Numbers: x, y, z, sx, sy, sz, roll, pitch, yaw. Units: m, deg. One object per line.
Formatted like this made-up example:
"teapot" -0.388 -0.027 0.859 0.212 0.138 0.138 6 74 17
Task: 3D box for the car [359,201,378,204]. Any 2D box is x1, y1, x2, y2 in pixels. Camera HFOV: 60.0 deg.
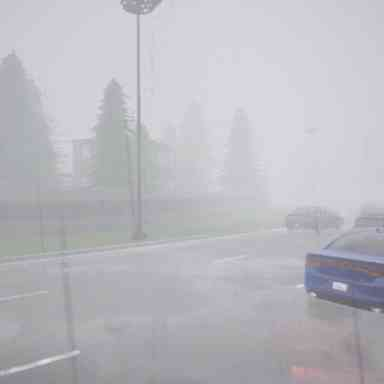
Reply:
"car" 20.141 1.697 37.806 1.812 1.442 4.674 0 -1 23

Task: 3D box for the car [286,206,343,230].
"car" 7.359 1.605 19.771 2.128 1.511 4.902 -1 -1 44

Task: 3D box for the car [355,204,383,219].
"car" 10.155 1.579 17.615 1.837 1.490 4.892 0 -1 43

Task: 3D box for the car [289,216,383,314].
"car" 4.481 1.510 7.402 5.008 1.535 1.882 0 -1 -40
